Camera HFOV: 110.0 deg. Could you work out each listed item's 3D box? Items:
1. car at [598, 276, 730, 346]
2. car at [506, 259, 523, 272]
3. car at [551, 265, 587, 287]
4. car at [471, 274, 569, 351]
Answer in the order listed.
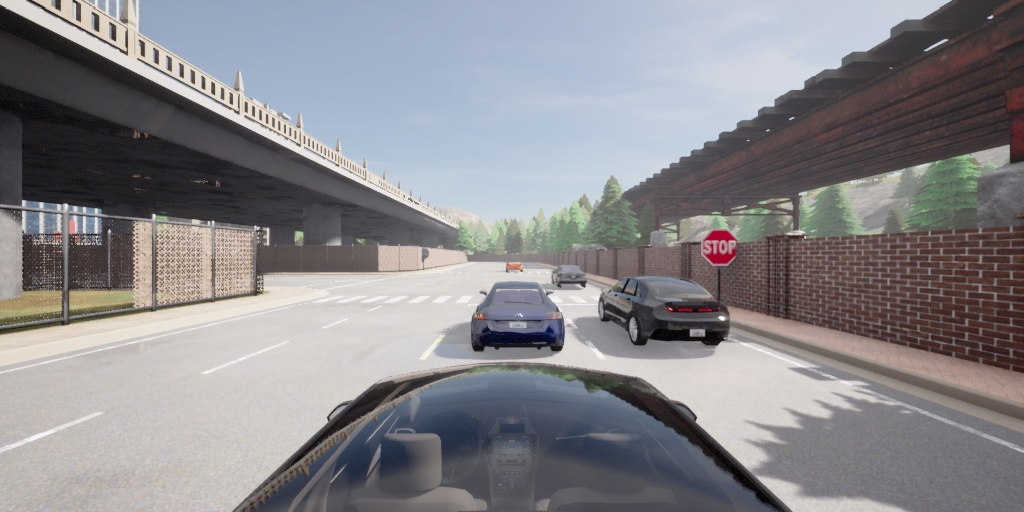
[{"bbox_3d":[3.620,1.255,9.412,1.837,1.490,4.892,0,0,0],"label":"car"},{"bbox_3d":[0.274,1.101,45.407,2.097,1.767,4.553,0,0,0],"label":"car"},{"bbox_3d":[3.743,1.297,24.126,2.033,1.411,5.357,0,0,1],"label":"car"},{"bbox_3d":[0.117,1.314,8.987,1.994,1.385,4.181,0,0,0],"label":"car"}]
